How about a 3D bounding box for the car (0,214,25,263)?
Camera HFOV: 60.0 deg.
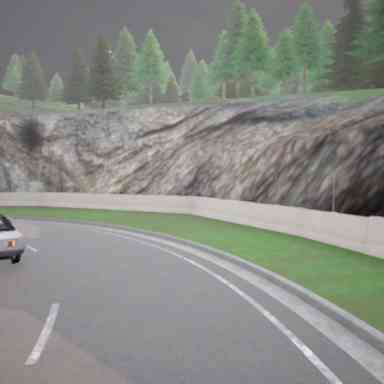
[{"bbox_3d":[-6.368,1.288,9.816,1.895,1.301,4.718,-1,2,-36],"label":"car"}]
